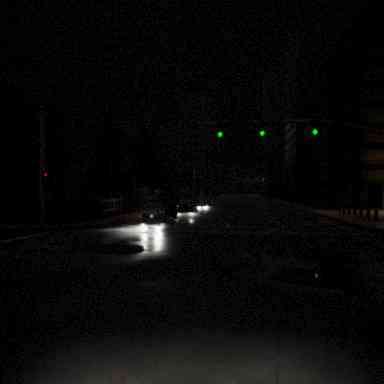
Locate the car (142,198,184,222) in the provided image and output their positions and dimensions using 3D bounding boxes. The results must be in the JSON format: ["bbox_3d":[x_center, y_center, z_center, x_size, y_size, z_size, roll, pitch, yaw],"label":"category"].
[{"bbox_3d":[-2.426,1.467,26.194,2.128,1.511,4.902,0,0,11],"label":"car"}]

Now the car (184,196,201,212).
[{"bbox_3d":[-0.549,1.442,38.132,1.882,1.535,5.008,0,0,9],"label":"car"}]

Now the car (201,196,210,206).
[{"bbox_3d":[1.890,1.441,54.034,2.128,1.511,4.902,0,0,9],"label":"car"}]
